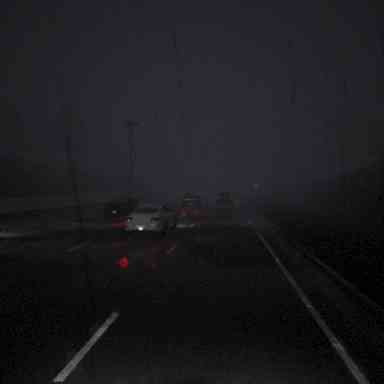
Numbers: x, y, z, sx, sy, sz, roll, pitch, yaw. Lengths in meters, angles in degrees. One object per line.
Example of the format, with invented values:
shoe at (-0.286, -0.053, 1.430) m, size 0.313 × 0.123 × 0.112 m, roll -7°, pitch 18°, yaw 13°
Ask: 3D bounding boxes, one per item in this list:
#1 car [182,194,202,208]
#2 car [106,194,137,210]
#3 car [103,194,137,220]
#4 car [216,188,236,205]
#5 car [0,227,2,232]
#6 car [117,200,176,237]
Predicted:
car at (0.031, 0.921, 36.055) m, size 2.128 × 1.511 × 4.902 m, roll 0°, pitch 1°, yaw 6°
car at (-7.182, 0.959, 34.413) m, size 1.812 × 1.442 × 4.674 m, roll 0°, pitch 1°, yaw 6°
car at (-4.718, 1.087, 23.721) m, size 1.882 × 1.535 × 5.008 m, roll 0°, pitch 1°, yaw 6°
car at (4.158, 0.698, 42.126) m, size 2.097 × 1.767 × 4.553 m, roll 0°, pitch 1°, yaw 6°
car at (-9.406, 1.326, 12.072) m, size 2.033 × 1.411 × 5.357 m, roll 0°, pitch 1°, yaw 6°
car at (-1.933, 1.261, 16.270) m, size 1.812 × 1.442 × 4.674 m, roll 0°, pitch 1°, yaw 5°
